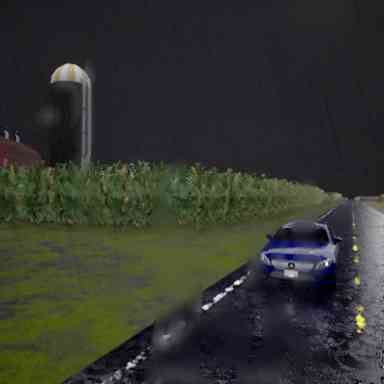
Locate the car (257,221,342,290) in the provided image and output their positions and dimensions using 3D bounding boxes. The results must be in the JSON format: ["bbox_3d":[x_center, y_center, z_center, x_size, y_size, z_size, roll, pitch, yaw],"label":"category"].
[{"bbox_3d":[3.236,1.592,9.572,1.812,1.442,4.674,0,0,26],"label":"car"}]
